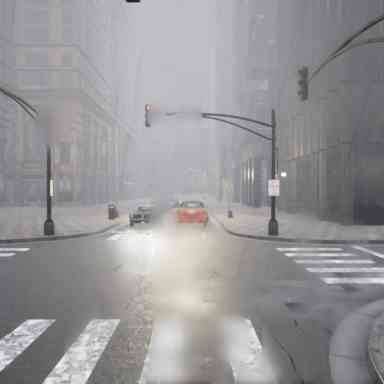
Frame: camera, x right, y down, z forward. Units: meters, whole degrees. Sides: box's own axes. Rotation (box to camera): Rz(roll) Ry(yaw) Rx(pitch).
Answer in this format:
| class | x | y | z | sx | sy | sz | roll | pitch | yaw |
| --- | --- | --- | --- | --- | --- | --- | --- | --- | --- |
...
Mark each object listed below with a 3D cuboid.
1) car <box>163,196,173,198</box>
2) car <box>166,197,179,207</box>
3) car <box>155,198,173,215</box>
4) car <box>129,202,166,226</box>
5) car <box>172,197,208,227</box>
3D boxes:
| class | x | y | z | sx | sy | sz | roll | pitch | yaw |
| --- | --- | --- | --- | --- | --- | --- | --- | --- | --- |
| car | -3.111 | 1.354 | 43.171 | 2.097 | 1.767 | 4.553 | 0 | 0 | 0 |
| car | -3.071 | 1.531 | 53.213 | 1.812 | 1.442 | 4.674 | 0 | 0 | 0 |
| car | -3.105 | 1.564 | 33.170 | 1.994 | 1.385 | 4.181 | 0 | 0 | 0 |
| car | -3.108 | 1.601 | 23.227 | 1.895 | 1.301 | 4.718 | 0 | 0 | 0 |
| car | 0.023 | 1.352 | 23.034 | 2.097 | 1.767 | 4.553 | 0 | 0 | 1 |
